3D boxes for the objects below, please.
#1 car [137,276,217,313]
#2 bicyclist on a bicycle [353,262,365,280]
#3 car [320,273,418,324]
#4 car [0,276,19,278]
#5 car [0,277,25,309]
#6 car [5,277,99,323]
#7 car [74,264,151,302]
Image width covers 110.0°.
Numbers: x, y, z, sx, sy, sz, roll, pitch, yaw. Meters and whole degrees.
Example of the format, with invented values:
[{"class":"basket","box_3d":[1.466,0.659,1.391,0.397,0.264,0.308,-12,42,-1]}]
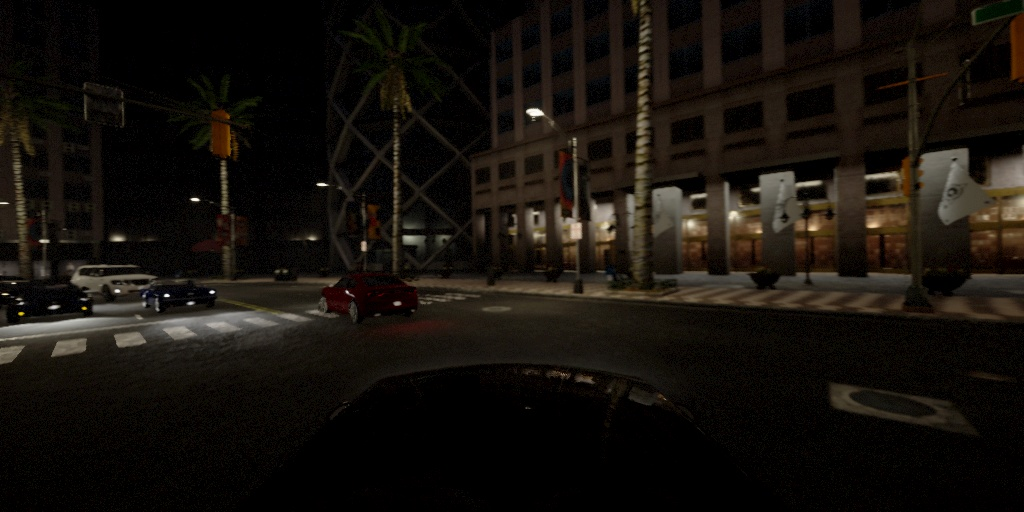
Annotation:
[{"class":"car","box_3d":[-15.232,1.709,16.359,4.718,1.301,1.895,-1,0,37]},{"class":"bicyclist on a bicycle","box_3d":[-14.201,1.386,33.243,0.582,1.620,1.656,-1,0,27]},{"class":"car","box_3d":[-5.243,1.351,12.827,1.882,1.535,5.008,-1,-1,-44]},{"class":"car","box_3d":[-33.751,2.047,23.691,4.892,1.490,1.837,-1,0,3]},{"class":"car","box_3d":[-26.189,1.965,18.651,4.718,1.301,1.895,-1,0,19]},{"class":"car","box_3d":[-18.525,1.749,14.421,4.181,1.385,1.994,-1,0,36]},{"class":"car","box_3d":[-23.591,1.525,21.357,5.566,2.045,2.150,-1,0,21]}]
